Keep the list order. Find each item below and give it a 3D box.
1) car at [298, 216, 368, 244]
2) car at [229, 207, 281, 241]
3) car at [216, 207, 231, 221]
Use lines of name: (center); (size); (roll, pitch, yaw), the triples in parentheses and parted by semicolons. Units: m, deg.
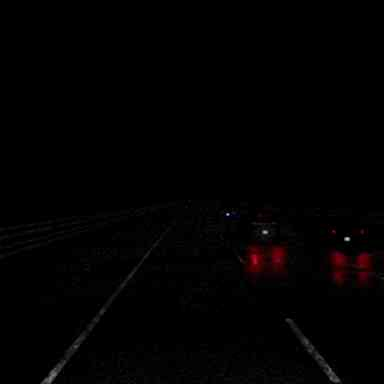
car: (7.102, 1.904, 17.435); (1.895, 1.301, 4.718); (0, -1, 0)
car: (3.601, 1.826, 18.774); (2.128, 1.511, 4.902); (0, -1, 0)
car: (3.604, 2.277, 35.414); (1.994, 1.385, 4.181); (0, -1, 0)
